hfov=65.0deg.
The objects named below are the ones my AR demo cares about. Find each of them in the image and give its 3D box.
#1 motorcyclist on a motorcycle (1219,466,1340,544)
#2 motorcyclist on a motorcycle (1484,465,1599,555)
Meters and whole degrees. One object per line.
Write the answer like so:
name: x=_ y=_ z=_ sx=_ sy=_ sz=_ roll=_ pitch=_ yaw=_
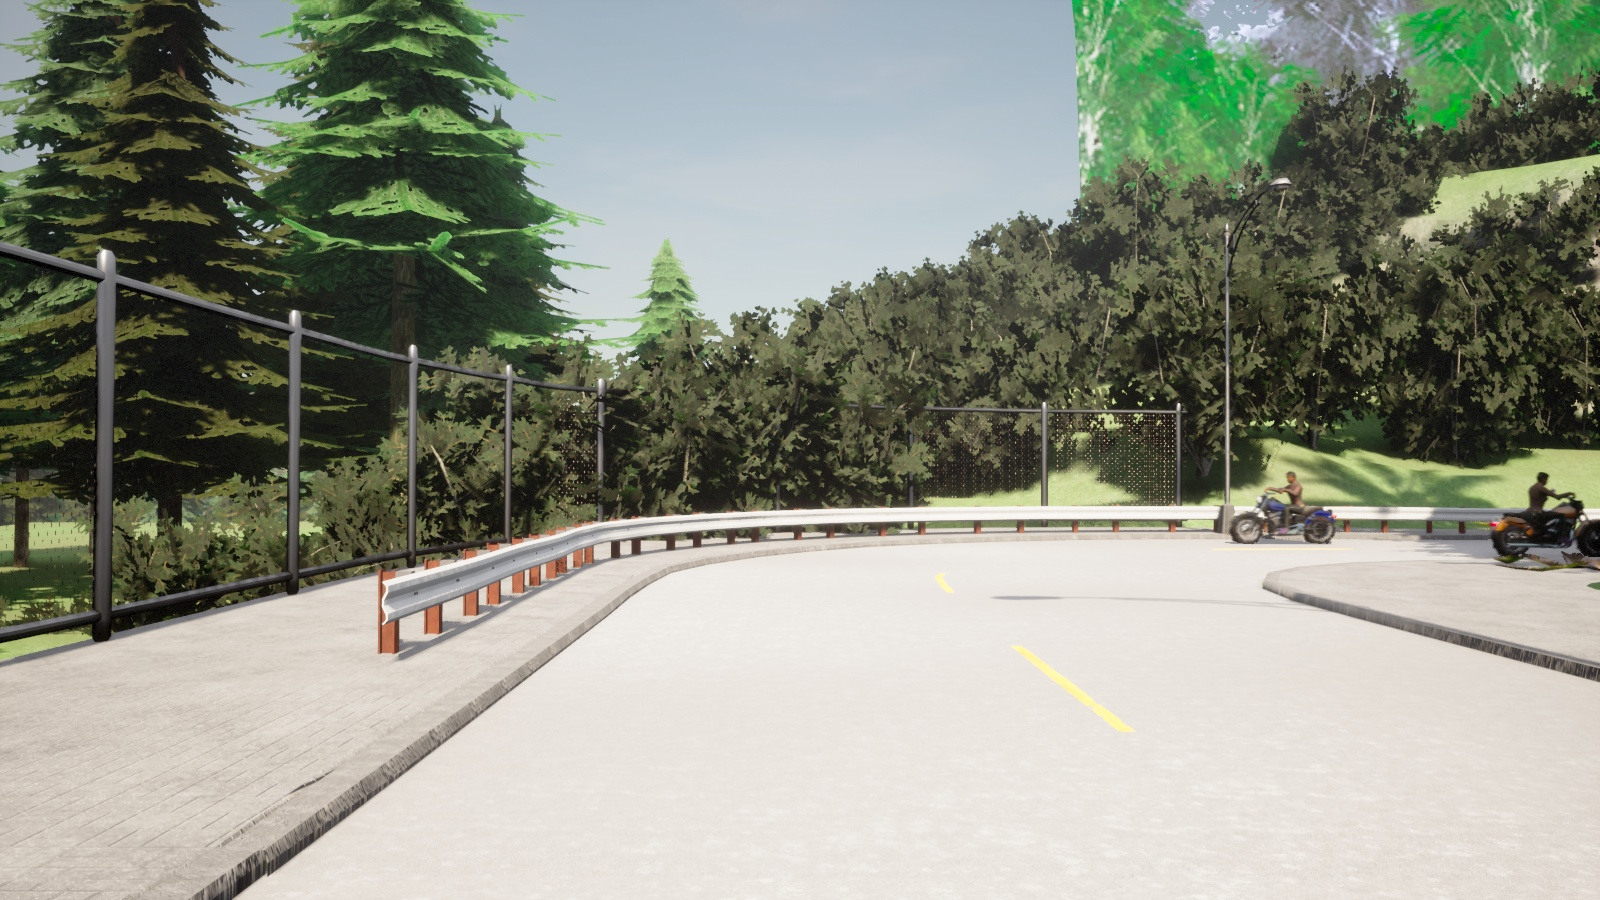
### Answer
motorcyclist on a motorcycle: x=10.442 y=1.183 z=27.381 sx=2.350 sy=1.649 sz=0.766 roll=0 pitch=0 yaw=-4
motorcyclist on a motorcycle: x=14.198 y=1.102 z=23.515 sx=2.350 sy=1.649 sz=0.766 roll=0 pitch=-1 yaw=-2
